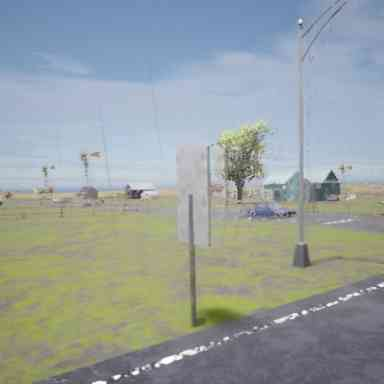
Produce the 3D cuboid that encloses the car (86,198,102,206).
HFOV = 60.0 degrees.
[{"bbox_3d":[-20.897,2.136,70.771,2.097,1.767,4.553,-2,0,-36],"label":"car"}]

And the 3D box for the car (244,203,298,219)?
[{"bbox_3d":[7.293,1.714,31.425,2.033,1.411,5.357,-2,0,-36],"label":"car"}]
